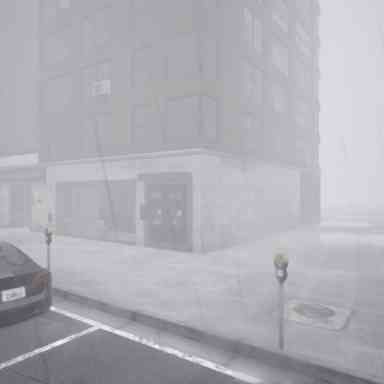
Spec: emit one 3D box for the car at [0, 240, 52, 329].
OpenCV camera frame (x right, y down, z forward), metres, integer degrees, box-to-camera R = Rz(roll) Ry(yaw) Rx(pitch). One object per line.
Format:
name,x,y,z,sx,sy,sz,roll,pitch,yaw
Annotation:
car,-4.349,1.565,6.188,4.313,1.339,1.947,0,0,36
